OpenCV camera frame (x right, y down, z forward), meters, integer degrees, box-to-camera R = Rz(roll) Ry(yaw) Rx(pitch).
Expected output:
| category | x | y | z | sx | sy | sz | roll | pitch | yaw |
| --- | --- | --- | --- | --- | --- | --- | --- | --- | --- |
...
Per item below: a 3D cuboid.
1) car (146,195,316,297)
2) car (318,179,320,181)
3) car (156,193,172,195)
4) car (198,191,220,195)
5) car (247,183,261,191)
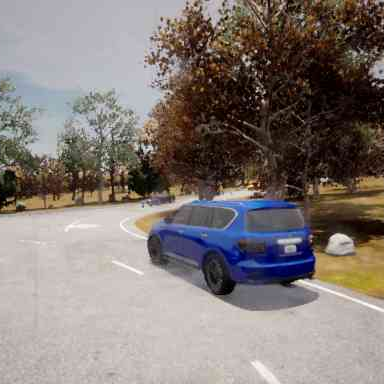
| category | x | y | z | sx | sy | sz | roll | pitch | yaw |
| --- | --- | --- | --- | --- | --- | --- | --- | --- | --- |
| car | 0.672 | 1.222 | 9.014 | 2.150 | 2.045 | 5.566 | 0 | 0 | -29 |
| car | 28.524 | -2.639 | 77.514 | 1.994 | 1.385 | 4.181 | 0 | 5 | 42 |
| car | -4.255 | 0.905 | 46.054 | 2.128 | 1.511 | 4.902 | 0 | 3 | 35 |
| car | 2.855 | 0.103 | 55.468 | 1.812 | 1.442 | 4.674 | 0 | 5 | 40 |
| car | 12.874 | -1.160 | 66.436 | 1.882 | 1.535 | 5.008 | 0 | 5 | 44 |
